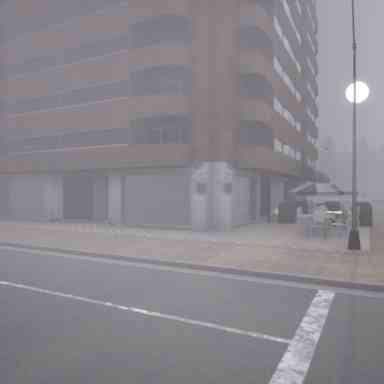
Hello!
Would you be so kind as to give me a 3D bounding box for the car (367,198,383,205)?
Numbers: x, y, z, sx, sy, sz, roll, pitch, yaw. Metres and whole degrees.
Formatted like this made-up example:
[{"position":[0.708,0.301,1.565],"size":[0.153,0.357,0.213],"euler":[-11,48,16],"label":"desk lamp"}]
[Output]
[{"position":[30.220,1.546,52.727],"size":[1.895,1.301,4.718],"euler":[0,0,-27],"label":"car"}]
